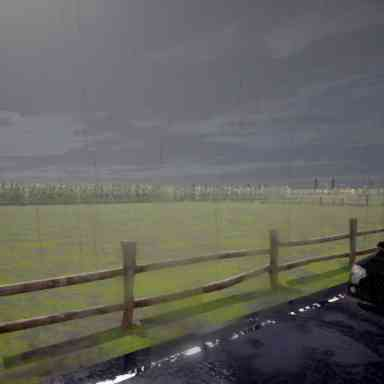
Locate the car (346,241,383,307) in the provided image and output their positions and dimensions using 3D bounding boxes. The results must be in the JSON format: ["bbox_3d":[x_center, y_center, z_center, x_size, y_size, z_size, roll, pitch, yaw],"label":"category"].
[{"bbox_3d":[5.101,1.564,7.040,4.181,1.385,1.994,0,0,-37],"label":"car"}]
